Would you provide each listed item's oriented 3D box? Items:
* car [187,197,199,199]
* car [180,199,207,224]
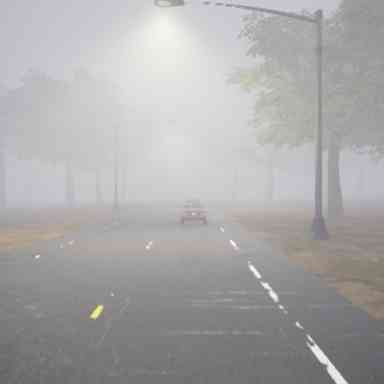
[{"bbox_3d":[0.101,1.361,41.435,1.882,1.535,5.008,0,0,0],"label":"car"},{"bbox_3d":[0.101,1.461,24.042,2.033,1.411,5.357,0,0,0],"label":"car"}]
